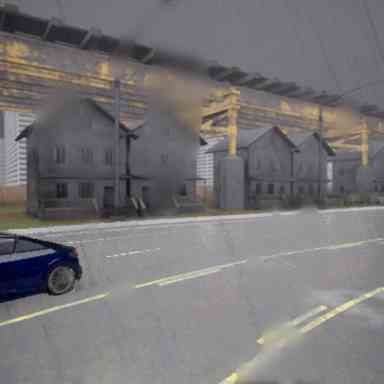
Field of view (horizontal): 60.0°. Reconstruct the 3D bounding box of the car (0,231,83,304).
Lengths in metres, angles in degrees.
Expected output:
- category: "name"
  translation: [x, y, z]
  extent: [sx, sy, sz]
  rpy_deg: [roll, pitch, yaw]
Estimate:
- category: "car"
  translation: [-4.316, 1.484, 6.433]
  extent: [1.994, 1.385, 4.181]
  rpy_deg: [0, 1, 41]
